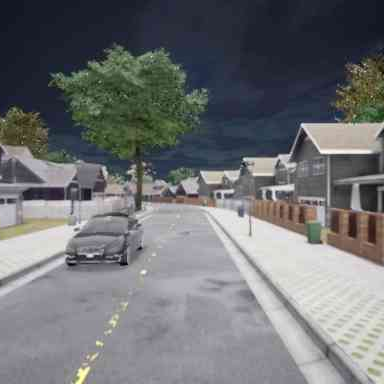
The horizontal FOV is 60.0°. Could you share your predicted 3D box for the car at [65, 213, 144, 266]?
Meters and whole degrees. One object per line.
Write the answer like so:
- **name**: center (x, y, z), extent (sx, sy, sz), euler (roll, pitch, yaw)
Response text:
- **car**: center (-2.845, 1.541, 11.709), extent (1.837, 1.490, 4.892), euler (0, 0, 0)
